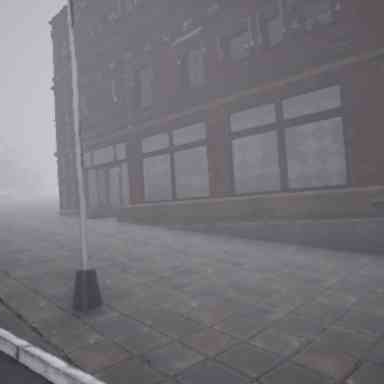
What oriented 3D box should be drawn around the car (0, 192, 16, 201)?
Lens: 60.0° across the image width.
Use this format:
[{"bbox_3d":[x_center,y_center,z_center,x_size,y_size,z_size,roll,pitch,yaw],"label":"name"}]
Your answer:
[{"bbox_3d":[-33.331,0.858,59.009,1.837,1.490,4.892,-5,2,3],"label":"car"}]
